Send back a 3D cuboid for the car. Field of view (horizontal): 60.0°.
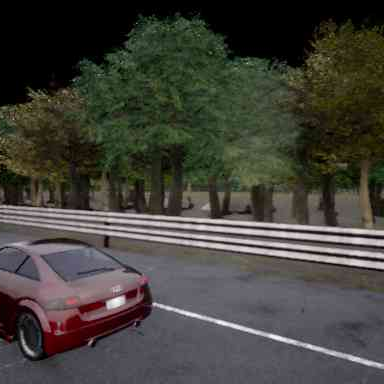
[{"bbox_3d":[-2.711,1.518,5.895,4.181,1.385,1.994,1,0,36],"label":"car"}]
